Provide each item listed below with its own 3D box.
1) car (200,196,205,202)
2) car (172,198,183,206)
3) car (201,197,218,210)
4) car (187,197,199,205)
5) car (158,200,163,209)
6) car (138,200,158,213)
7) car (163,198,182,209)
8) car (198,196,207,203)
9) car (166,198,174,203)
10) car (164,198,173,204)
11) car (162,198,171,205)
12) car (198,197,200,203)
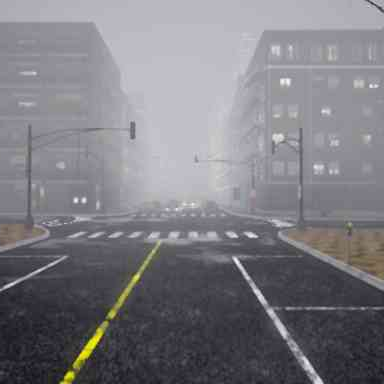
[{"bbox_3d":[2.699,1.808,53.094,1.967,1.590,4.097,1,0,0],"label":"car"},{"bbox_3d":[-3.000,2.020,69.129,2.033,1.411,5.357,0,0,0],"label":"car"},{"bbox_3d":[2.698,1.874,47.569,1.887,1.381,4.507,1,0,0],"label":"car"},{"bbox_3d":[0.000,1.868,73.801,2.097,1.767,4.553,0,0,0],"label":"car"},{"bbox_3d":[-5.683,1.912,53.107,1.887,1.381,4.507,1,0,0],"label":"car"},{"bbox_3d":[-5.683,1.815,41.890,1.752,1.417,4.829,1,0,0],"label":"car"},{"bbox_3d":[-3.063,1.894,53.211,1.812,1.442,4.674,0,-1,0],"label":"car"},{"bbox_3d":[2.700,1.918,86.235,2.192,1.841,5.009,1,0,0],"label":"car"},{"bbox_3d":[-5.684,2.148,86.247,1.887,1.381,4.507,1,0,0],"label":"car"},{"bbox_3d":[-5.684,2.114,80.724,2.008,1.369,4.403,1,0,0],"label":"car"},{"bbox_3d":[-5.684,2.048,75.031,1.752,1.417,4.829,1,0,0],"label":"car"},{"bbox_3d":[2.697,2.027,64.139,1.802,1.307,4.206,1,0,0],"label":"car"}]
